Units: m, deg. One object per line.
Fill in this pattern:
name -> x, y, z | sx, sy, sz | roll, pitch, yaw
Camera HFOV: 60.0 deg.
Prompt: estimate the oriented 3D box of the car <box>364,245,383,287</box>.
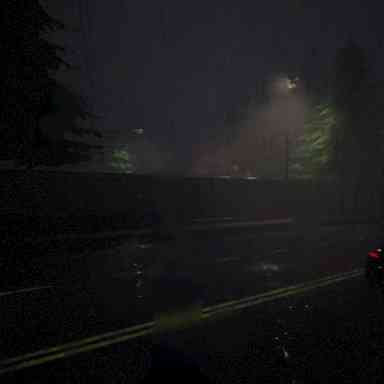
car -> 6.091, 1.573, 8.136 | 4.181, 1.385, 1.994 | 0, 0, -35
